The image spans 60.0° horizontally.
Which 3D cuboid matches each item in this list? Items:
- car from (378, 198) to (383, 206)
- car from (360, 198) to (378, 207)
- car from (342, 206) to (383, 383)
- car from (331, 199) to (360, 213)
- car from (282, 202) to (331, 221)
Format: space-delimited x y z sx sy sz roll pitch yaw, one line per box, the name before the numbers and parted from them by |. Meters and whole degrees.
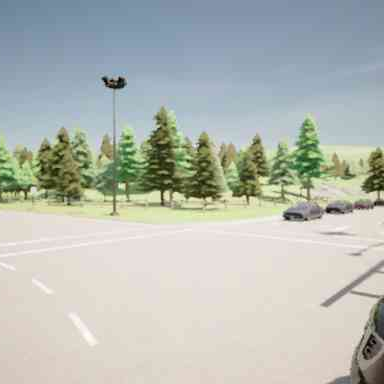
car | 29.198 1.599 51.428 1.895 1.301 4.718 0 0 40
car | 21.946 1.559 42.660 1.994 1.385 4.181 0 0 39
car | 3.793 1.225 1.533 5.566 2.045 2.150 0 0 35
car | 15.596 1.541 34.955 2.033 1.411 5.357 0 0 39
car | 9.230 1.539 27.189 2.033 1.411 5.357 0 0 39
